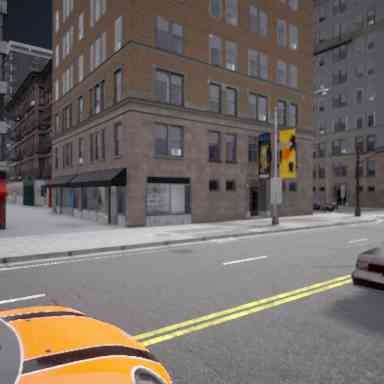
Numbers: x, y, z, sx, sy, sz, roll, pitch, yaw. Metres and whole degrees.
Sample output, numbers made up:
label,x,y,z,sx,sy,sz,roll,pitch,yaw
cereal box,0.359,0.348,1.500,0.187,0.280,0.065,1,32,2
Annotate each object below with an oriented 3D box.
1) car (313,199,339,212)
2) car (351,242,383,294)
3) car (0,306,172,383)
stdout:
label,x,y,z,sx,sy,sz,roll,pitch,yaw
car,14.152,1.521,38.567,2.033,1.411,5.357,0,0,-36
car,5.827,1.546,7.779,5.357,1.411,2.033,0,0,-37
car,-2.227,1.352,1.792,4.553,1.767,2.097,0,0,-37
